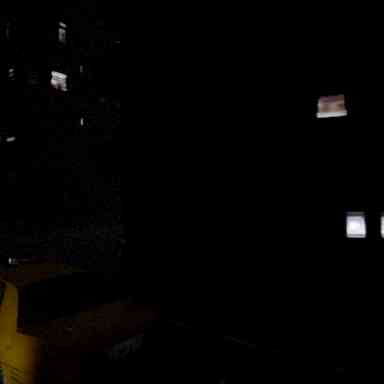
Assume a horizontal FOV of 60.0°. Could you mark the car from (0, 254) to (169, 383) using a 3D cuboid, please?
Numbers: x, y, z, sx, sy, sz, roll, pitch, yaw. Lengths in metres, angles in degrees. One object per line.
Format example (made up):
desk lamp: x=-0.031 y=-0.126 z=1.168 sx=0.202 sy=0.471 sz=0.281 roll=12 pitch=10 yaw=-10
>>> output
car: x=-2.541 y=1.573 z=4.759 sx=4.829 sy=1.417 sz=1.752 roll=-1 pitch=-1 yaw=36
